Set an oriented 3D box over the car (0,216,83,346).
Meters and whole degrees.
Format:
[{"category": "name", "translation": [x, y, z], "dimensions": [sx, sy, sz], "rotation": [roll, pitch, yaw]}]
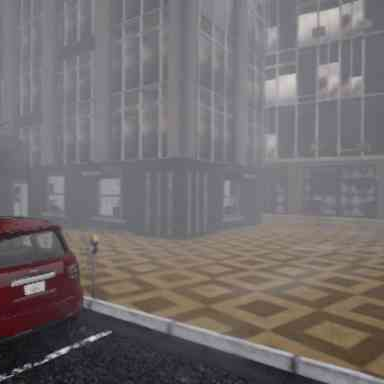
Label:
[{"category": "car", "translation": [-4.002, 1.359, 5.758], "dimensions": [5.009, 1.841, 2.192], "rotation": [0, 1, 36]}]
